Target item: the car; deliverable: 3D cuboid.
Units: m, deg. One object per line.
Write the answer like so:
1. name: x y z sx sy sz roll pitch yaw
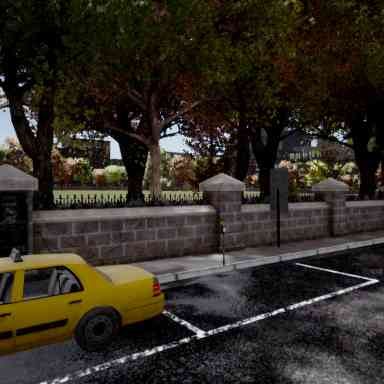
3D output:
1. car: -2.735 1.525 4.609 4.829 1.417 1.752 0 0 -35
